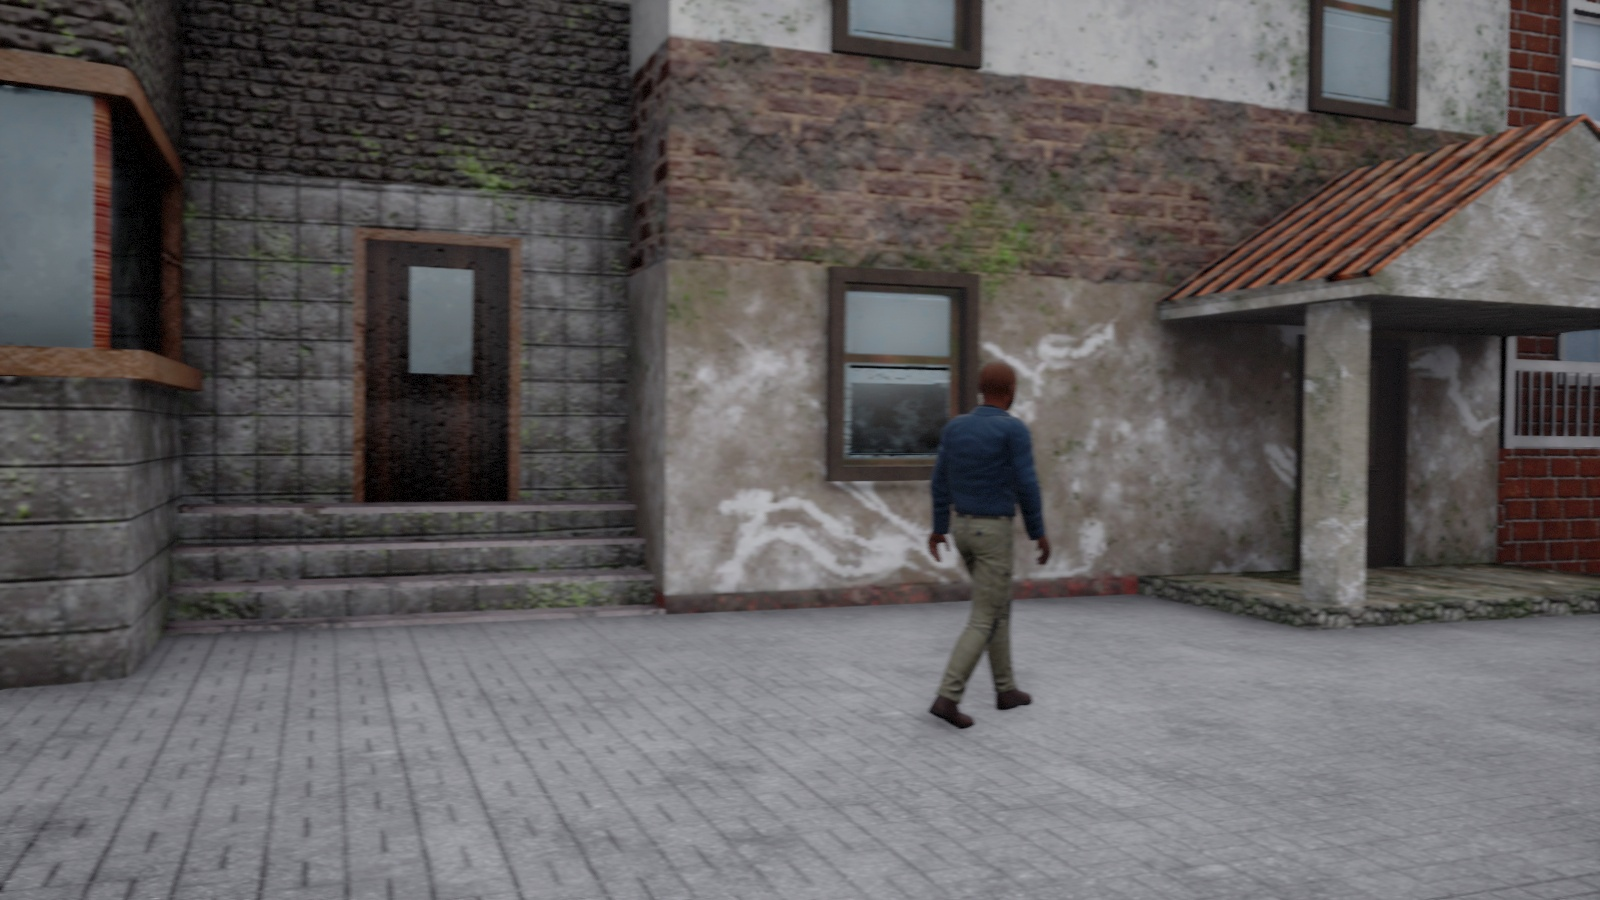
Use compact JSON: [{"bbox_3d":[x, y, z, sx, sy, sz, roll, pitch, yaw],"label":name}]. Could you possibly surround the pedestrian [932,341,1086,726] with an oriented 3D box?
[{"bbox_3d":[1.063,0.393,6.358,0.726,1.835,0.370,-1,1,-40],"label":"pedestrian"}]
